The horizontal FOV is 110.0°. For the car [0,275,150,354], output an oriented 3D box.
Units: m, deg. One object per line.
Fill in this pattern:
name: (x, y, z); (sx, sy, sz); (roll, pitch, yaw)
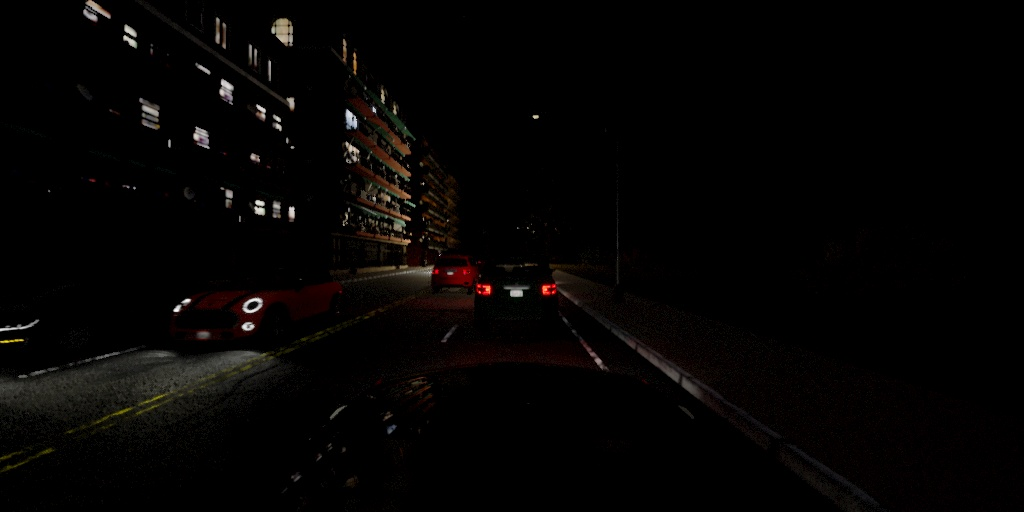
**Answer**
car: (-9.829, 1.252, 8.821); (1.837, 1.490, 4.892); (0, 0, 0)

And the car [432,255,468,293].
car: (-3.092, 0.966, 20.685); (2.150, 2.045, 5.566); (0, 0, 0)

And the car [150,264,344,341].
car: (-6.575, 1.099, 9.890); (2.097, 1.767, 4.553); (0, 0, 0)

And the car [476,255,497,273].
car: (-3.021, 0.950, 43.884); (2.150, 2.045, 5.566); (0, 0, 0)

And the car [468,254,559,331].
car: (0.124, 0.968, 11.089); (2.150, 2.045, 5.566); (0, 0, 0)
